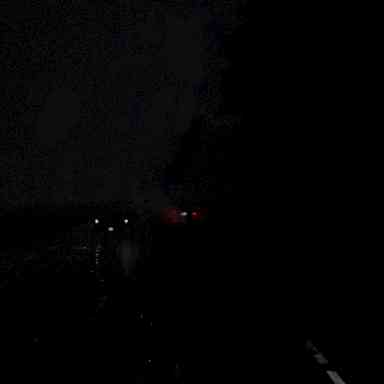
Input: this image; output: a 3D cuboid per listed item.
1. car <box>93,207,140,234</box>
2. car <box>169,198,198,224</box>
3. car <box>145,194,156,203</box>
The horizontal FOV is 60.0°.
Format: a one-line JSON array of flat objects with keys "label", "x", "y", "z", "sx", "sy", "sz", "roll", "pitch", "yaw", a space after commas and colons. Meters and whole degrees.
[{"label": "car", "x": -4.042, "y": 1.503, "z": 18.487, "sx": 1.895, "sy": 1.301, "sz": 4.718, "roll": 0, "pitch": 0, "yaw": -2}, {"label": "car", "x": -0.583, "y": 1.428, "z": 23.583, "sx": 2.033, "sy": 1.411, "sz": 5.357, "roll": 0, "pitch": 0, "yaw": -3}, {"label": "car", "x": -7.437, "y": 1.179, "z": 59.580, "sx": 1.882, "sy": 1.535, "sz": 5.008, "roll": 0, "pitch": 0, "yaw": -7}]
